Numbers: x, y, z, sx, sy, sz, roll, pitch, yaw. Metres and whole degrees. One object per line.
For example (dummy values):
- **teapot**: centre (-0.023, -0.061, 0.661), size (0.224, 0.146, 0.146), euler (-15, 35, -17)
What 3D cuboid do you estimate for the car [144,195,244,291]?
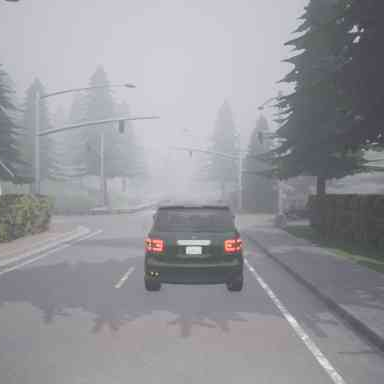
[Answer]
- **car**: centre (0.052, 1.221, 9.118), size (2.150, 2.045, 5.566), euler (0, 0, 0)

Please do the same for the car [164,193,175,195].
- **car**: centre (-3.654, 1.221, 53.858), size (2.150, 2.045, 5.566), euler (0, 0, -1)

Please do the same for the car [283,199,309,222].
- **car**: centre (9.271, 1.336, 25.553), size (4.553, 1.767, 2.097), euler (0, 0, 0)

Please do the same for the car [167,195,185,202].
- **car**: centre (-3.631, 1.524, 74.067), size (1.812, 1.442, 4.674), euler (0, 0, -35)

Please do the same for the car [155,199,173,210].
- **car**: centre (-3.650, 1.601, 43.949), size (1.895, 1.301, 4.718), euler (0, 0, 0)

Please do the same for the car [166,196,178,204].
- **car**: centre (-3.956, 1.505, 64.287), size (1.837, 1.490, 4.892), euler (0, 0, -8)
